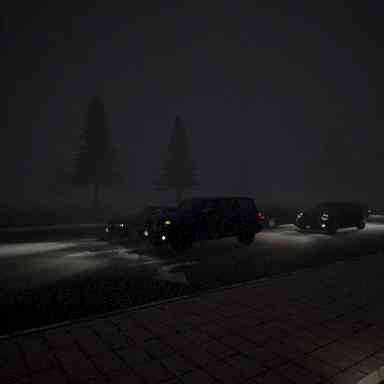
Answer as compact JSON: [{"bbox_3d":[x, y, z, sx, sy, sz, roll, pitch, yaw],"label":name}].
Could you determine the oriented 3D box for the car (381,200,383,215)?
[{"bbox_3d":[20.780,1.505,32.822,4.892,1.490,1.837,0,0,-35],"label":"car"}]

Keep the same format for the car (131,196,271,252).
[{"bbox_3d":[0.538,1.221,14.195,5.566,2.045,2.150,0,0,-34],"label":"car"}]

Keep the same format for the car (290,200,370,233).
[{"bbox_3d":[8.252,1.352,19.685,4.553,1.767,2.097,0,0,-35],"label":"car"}]

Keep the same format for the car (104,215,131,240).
[{"bbox_3d":[-1.911,1.492,16.740,4.902,1.511,2.128,0,0,-35],"label":"car"}]

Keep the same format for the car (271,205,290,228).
[{"bbox_3d":[5.350,1.564,21.921,4.181,1.385,1.994,0,0,-36],"label":"car"}]
